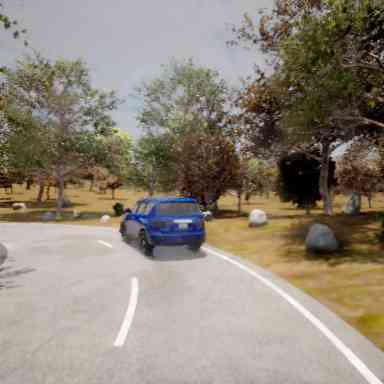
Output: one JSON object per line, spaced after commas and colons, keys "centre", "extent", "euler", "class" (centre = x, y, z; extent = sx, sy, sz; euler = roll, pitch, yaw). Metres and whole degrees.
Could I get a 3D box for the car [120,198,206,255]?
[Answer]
{"centre": [-1.375, 1.242, 13.675], "extent": [2.150, 2.045, 5.566], "euler": [1, 0, -24], "class": "car"}
